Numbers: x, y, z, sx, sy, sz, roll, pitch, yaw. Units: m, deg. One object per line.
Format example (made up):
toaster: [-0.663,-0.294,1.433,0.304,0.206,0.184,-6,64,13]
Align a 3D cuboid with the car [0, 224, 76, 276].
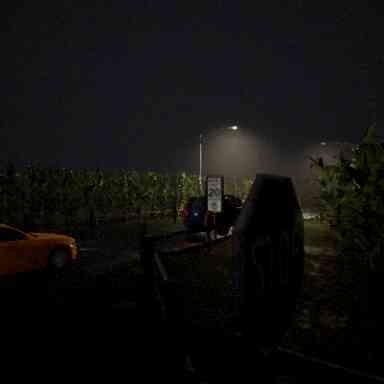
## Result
car: [-5.529,1.549,8.888,1.882,1.535,5.008,0,0,35]

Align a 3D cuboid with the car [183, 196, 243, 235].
car: [1.754,1.254,19.291,2.150,2.045,5.566,0,0,35]
